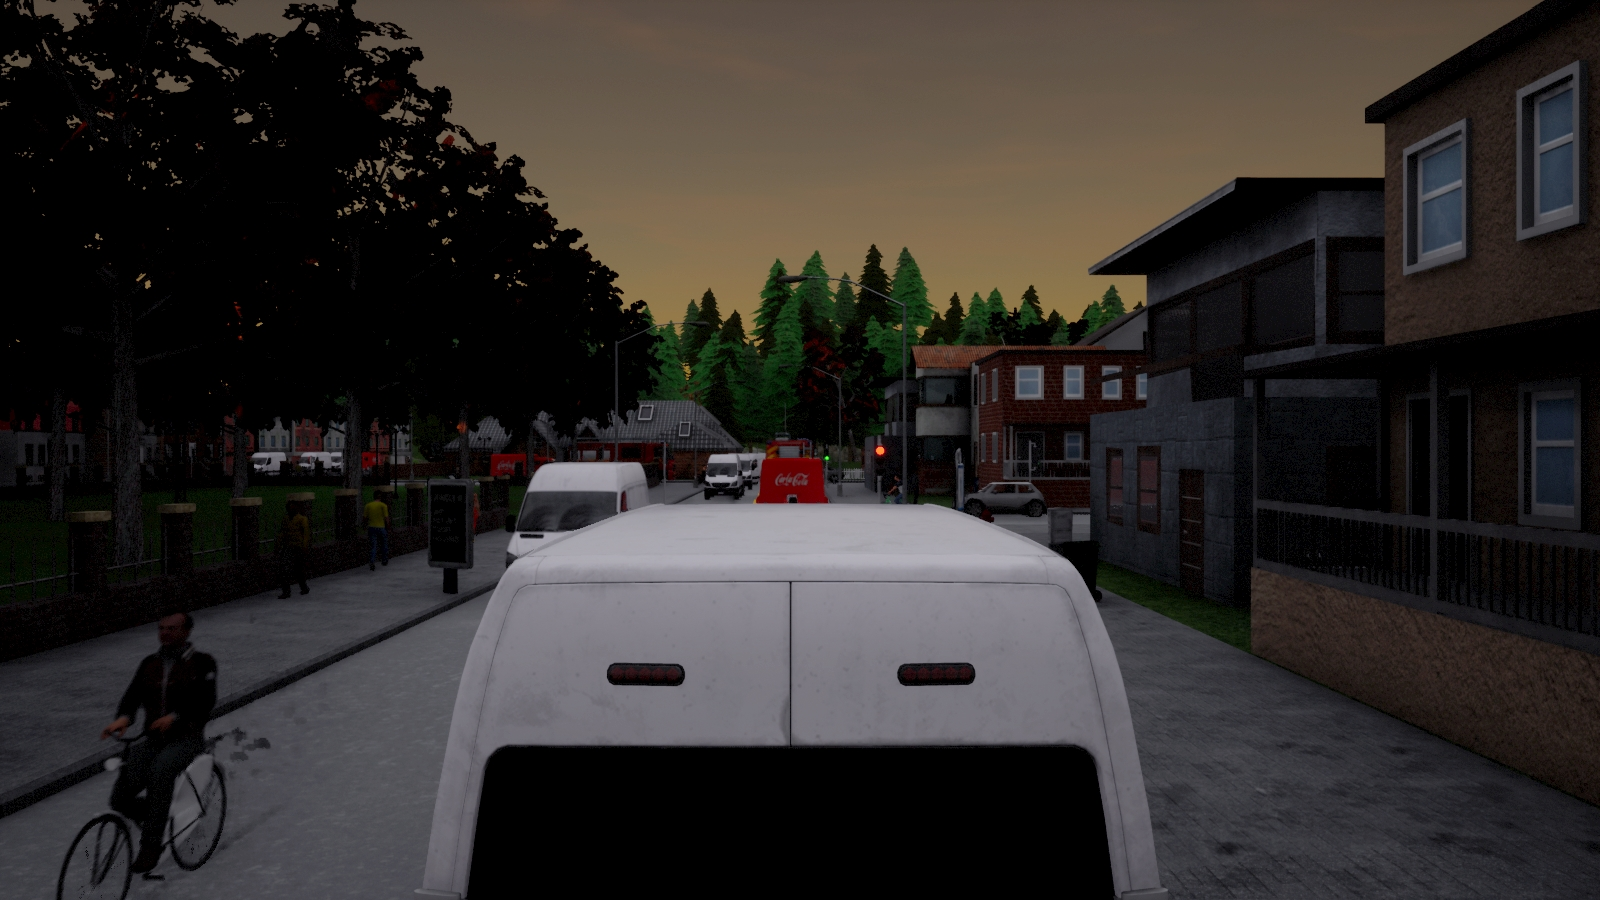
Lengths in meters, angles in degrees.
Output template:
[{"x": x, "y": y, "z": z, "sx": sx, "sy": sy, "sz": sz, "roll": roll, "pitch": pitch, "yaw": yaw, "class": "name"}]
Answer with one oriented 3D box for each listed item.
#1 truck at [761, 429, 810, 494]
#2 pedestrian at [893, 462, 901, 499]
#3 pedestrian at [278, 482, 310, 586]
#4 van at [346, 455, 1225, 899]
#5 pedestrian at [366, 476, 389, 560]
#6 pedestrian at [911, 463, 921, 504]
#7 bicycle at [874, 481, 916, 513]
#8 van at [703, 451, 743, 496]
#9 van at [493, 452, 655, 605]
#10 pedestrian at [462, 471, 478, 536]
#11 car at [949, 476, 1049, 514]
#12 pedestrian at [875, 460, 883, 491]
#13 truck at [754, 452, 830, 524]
[{"x": -0.826, "y": 0.670, "z": 71.255, "sx": 2.891, "sy": 3.827, "sz": 8.468, "roll": 0, "pitch": 0, "yaw": 1, "class": "truck"}, {"x": 4.908, "y": 1.517, "z": 57.624, "sx": 0.375, "sy": 1.860, "sz": 0.375, "roll": 0, "pitch": 0, "yaw": 0, "class": "pedestrian"}, {"x": -9.200, "y": 1.525, "z": 20.771, "sx": 0.375, "sy": 1.860, "sz": 0.375, "roll": 0, "pitch": 0, "yaw": 10, "class": "pedestrian"}, {"x": -0.041, "y": 1.314, "z": 5.541, "sx": 1.988, "sy": 2.561, "sz": 5.915, "roll": 0, "pitch": 0, "yaw": 0, "class": "van"}, {"x": -9.524, "y": 1.526, "z": 25.770, "sx": 0.375, "sy": 1.860, "sz": 0.375, "roll": 0, "pitch": 0, "yaw": -1, "class": "pedestrian"}, {"x": 5.293, "y": 1.516, "z": 52.293, "sx": 0.375, "sy": 1.860, "sz": 0.375, "roll": 0, "pitch": 0, "yaw": 21, "class": "pedestrian"}, {"x": 3.914, "y": 1.936, "z": 47.094, "sx": 1.643, "sy": 1.296, "sz": 0.373, "roll": 0, "pitch": 0, "yaw": -6, "class": "bicycle"}, {"x": -4.457, "y": 1.314, "z": 66.858, "sx": 1.988, "sy": 2.561, "sz": 5.915, "roll": 0, "pitch": 0, "yaw": 0, "class": "van"}, {"x": -4.141, "y": 1.315, "z": 22.002, "sx": 1.988, "sy": 2.561, "sz": 5.915, "roll": 0, "pitch": 0, "yaw": 0, "class": "van"}, {"x": -9.461, "y": 1.525, "z": 32.751, "sx": 0.375, "sy": 1.860, "sz": 0.375, "roll": 0, "pitch": 0, "yaw": -1, "class": "pedestrian"}, {"x": 8.223, "y": 1.844, "z": 47.485, "sx": 3.806, "sy": 1.475, "sz": 1.970, "roll": 0, "pitch": 0, "yaw": -1, "class": "car"}, {"x": 4.778, "y": 1.524, "z": 69.141, "sx": 0.375, "sy": 1.860, "sz": 0.375, "roll": 0, "pitch": 0, "yaw": -8, "class": "pedestrian"}, {"x": -0.280, "y": 1.333, "z": 41.713, "sx": 2.627, "sy": 2.467, "sz": 5.204, "roll": 0, "pitch": -1, "yaw": 0, "class": "truck"}]
